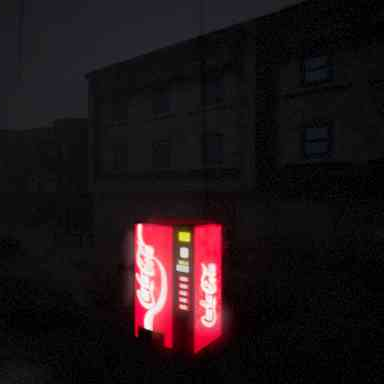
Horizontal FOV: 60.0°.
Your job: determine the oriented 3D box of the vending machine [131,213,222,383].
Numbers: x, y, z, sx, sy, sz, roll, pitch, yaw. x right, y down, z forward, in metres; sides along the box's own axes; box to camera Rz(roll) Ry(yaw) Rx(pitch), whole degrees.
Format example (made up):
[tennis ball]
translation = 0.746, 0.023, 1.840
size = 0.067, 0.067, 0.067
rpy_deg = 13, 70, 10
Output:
[vending machine]
translation = -0.202, 1.416, 4.998
size = 0.880, 2.100, 1.100
rpy_deg = 0, 0, 36
